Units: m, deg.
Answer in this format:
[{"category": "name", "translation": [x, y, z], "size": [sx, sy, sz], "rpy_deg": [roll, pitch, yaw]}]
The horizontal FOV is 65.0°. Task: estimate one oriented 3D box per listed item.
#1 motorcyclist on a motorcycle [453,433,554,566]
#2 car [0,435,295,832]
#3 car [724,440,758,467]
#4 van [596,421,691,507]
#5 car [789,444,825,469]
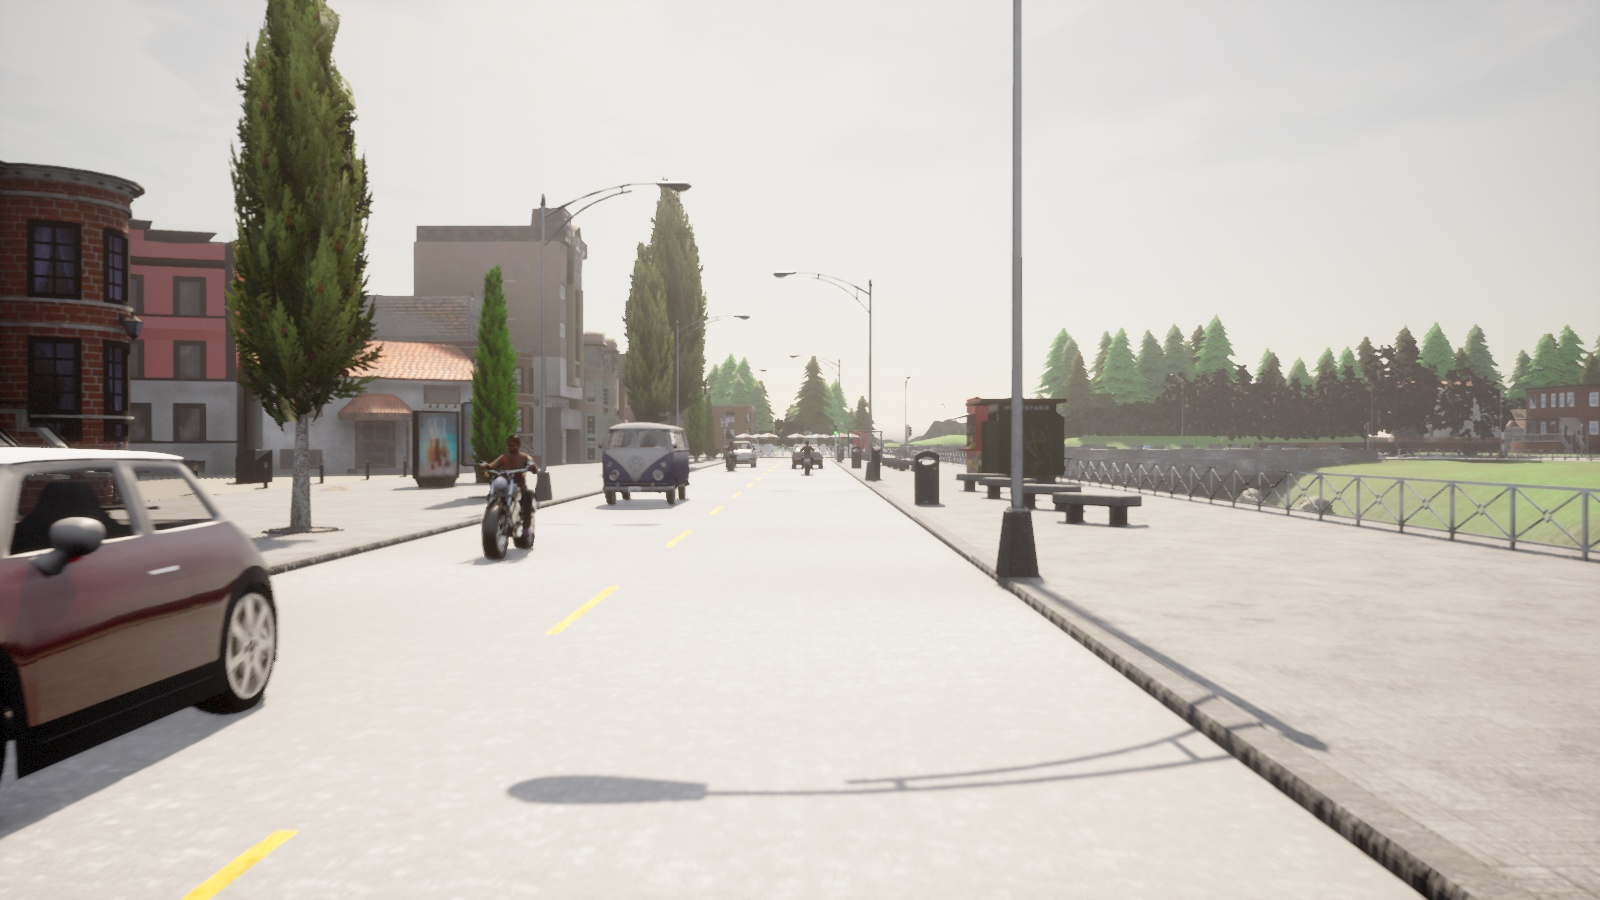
[{"category": "motorcyclist on a motorcycle", "translation": [-3.892, 0.600, 16.684], "size": [0.766, 1.649, 2.350], "rpy_deg": [0, 0, 0]}, {"category": "car", "translation": [-3.954, 0.678, 5.448], "size": [1.970, 1.475, 3.806], "rpy_deg": [0, 0, 0]}, {"category": "car", "translation": [-3.562, 0.212, 76.251], "size": [1.851, 1.617, 3.988], "rpy_deg": [0, 0, 0]}, {"category": "van", "translation": [-3.811, 0.320, 31.234], "size": [1.775, 1.987, 4.442], "rpy_deg": [0, 0, 0]}, {"category": "car", "translation": [0.424, 0.379, 73.756], "size": [2.033, 1.411, 5.357], "rpy_deg": [0, 0, 0]}]
